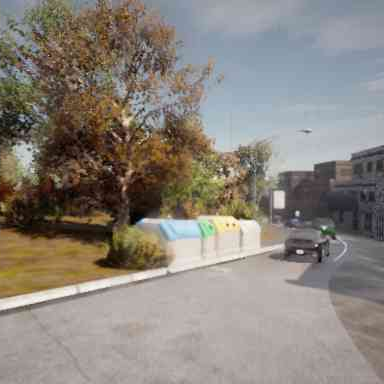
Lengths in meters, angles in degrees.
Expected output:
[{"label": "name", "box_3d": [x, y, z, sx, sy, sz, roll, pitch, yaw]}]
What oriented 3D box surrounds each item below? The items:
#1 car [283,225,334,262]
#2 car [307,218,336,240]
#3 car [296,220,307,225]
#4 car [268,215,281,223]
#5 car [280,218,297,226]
[{"label": "car", "box_3d": [6.259, 2.755, 17.896, 1.837, 1.490, 4.892, 1, -4, 28]}, {"label": "car", "box_3d": [13.322, 3.706, 34.069, 2.150, 2.045, 5.566, 0, -4, 17]}, {"label": "car", "box_3d": [15.708, 4.671, 44.668, 1.837, 1.490, 4.892, 0, -3, 9]}, {"label": "car", "box_3d": [16.202, 5.324, 64.769, 1.837, 1.490, 4.892, 0, -1, -4]}, {"label": "car", "box_3d": [16.612, 5.126, 54.945, 1.812, 1.442, 4.674, 1, -2, -2]}]
